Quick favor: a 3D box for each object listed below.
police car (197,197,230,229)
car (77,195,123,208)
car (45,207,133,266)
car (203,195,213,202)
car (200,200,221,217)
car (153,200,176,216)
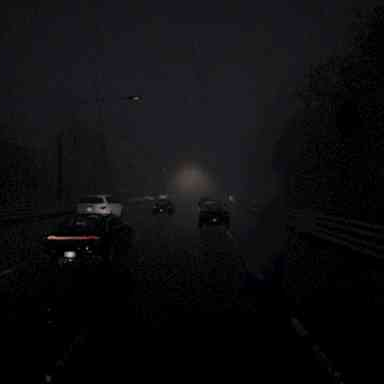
[{"bbox_3d":[1.381,1.404,21.767,1.930,1.638,5.238,0,0,2],"label":"police car"},{"bbox_3d":[-6.487,1.195,24.015,2.150,2.045,5.566,0,0,2],"label":"car"},{"bbox_3d":[-3.283,1.477,11.467,2.128,1.511,4.902,0,0,1],"label":"car"},{"bbox_3d":[3.575,1.388,73.811,2.033,1.411,5.357,0,0,6],"label":"car"},{"bbox_3d":[1.729,1.499,31.526,1.812,1.442,4.674,0,0,2],"label":"car"},{"bbox_3d":[-2.672,1.496,32.298,1.812,1.442,4.674,0,0,2],"label":"car"}]
